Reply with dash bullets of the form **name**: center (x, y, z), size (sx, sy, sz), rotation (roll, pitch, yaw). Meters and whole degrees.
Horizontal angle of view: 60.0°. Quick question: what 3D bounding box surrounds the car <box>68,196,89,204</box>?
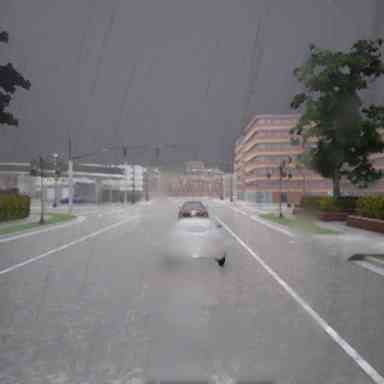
- **car**: center (-24.048, 1.700, 70.721), size (3.806, 1.475, 1.970), rotation (0, 0, 1)

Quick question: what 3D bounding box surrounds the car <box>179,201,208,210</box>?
- **car**: center (0.095, 1.436, 24.217), size (2.097, 1.767, 4.553), rotation (0, 0, 0)

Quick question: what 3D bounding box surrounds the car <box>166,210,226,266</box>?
- **car**: center (0.106, 1.566, 11.595), size (1.812, 1.442, 4.674), rotation (0, 0, 0)

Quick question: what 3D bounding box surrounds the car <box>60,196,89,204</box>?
- **car**: center (-23.330, 1.520, 64.970), size (4.611, 1.667, 2.242), rotation (0, 0, 1)
